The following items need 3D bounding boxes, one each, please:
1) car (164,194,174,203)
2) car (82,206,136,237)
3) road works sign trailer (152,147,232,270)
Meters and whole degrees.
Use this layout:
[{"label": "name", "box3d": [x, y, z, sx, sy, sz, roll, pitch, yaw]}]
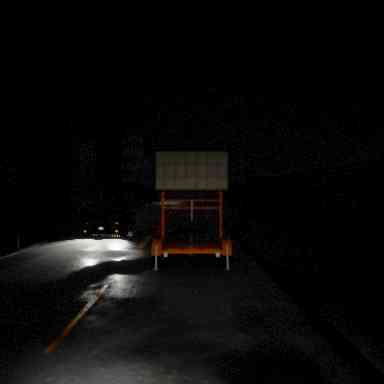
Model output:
[{"label": "car", "box3d": [-4.090, 1.074, 58.366, 1.812, 1.442, 4.674, 0, 0, 0]}, {"label": "car", "box3d": [-4.103, 1.432, 16.958, 1.994, 1.385, 4.181, 0, 0, 0]}, {"label": "road works sign trailer", "box3d": [-0.004, 0.381, 10.641, 2.380, 3.560, 2.880, 0, 0, 0]}]
